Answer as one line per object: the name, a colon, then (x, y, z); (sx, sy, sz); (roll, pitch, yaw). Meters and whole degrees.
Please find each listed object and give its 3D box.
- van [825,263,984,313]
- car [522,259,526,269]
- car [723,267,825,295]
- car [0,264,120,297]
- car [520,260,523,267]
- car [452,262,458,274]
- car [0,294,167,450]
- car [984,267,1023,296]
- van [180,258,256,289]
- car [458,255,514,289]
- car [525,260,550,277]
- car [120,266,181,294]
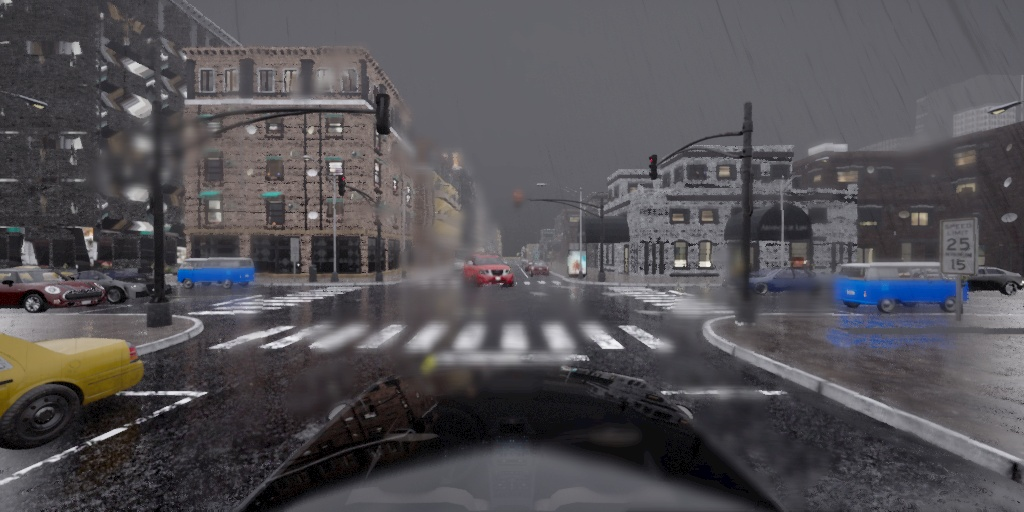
van: (14.639, 1.155, 13.538); (3.998, 1.789, 1.690); (0, 0, -1)
car: (2.626, 1.342, 46.616); (1.802, 1.307, 4.207); (0, 0, 0)
car: (14.485, 1.318, 19.324); (5.357, 1.411, 2.033); (0, 0, -1)
car: (-17.738, 1.189, 13.252); (4.097, 1.591, 1.967); (0, 0, -1)
car: (2.618, 1.315, 52.313); (2.007, 1.370, 4.403); (0, 0, 0)
car: (-5.746, 1.306, 40.895); (2.007, 1.370, 4.403); (0, 0, 0)
car: (-5.692, 1.275, 2.573); (1.751, 1.417, 4.829); (0, 0, 0)
car: (24.410, 1.289, 19.408); (4.902, 1.511, 2.128); (0, 0, 0)
van: (-17.793, 1.028, 21.632); (3.998, 1.789, 1.690); (0, 0, -1)
car: (-1.731, 0.941, 23.163); (2.150, 2.045, 5.566); (0, 0, -20)
car: (2.643, 1.192, 35.222); (1.967, 1.591, 4.097); (0, 0, 0)
car: (-17.753, 1.294, 15.835); (4.181, 1.385, 1.994); (0, 0, -1)
